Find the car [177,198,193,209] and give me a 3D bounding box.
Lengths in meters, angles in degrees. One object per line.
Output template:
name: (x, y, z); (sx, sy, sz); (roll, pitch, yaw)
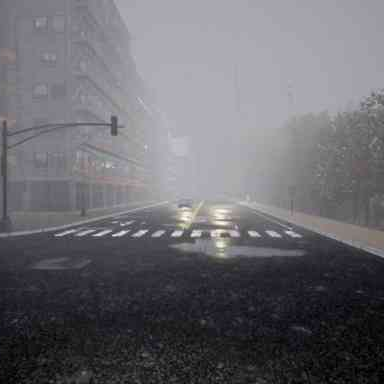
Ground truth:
car: (-0.849, 1.560, 44.686); (2.033, 1.411, 5.357); (0, 0, 3)
